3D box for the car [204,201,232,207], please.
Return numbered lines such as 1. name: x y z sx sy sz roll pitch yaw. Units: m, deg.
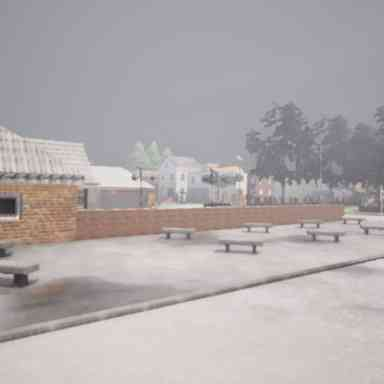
1. car: 3.938 1.953 50.756 1.895 1.301 4.718 1 0 -35
